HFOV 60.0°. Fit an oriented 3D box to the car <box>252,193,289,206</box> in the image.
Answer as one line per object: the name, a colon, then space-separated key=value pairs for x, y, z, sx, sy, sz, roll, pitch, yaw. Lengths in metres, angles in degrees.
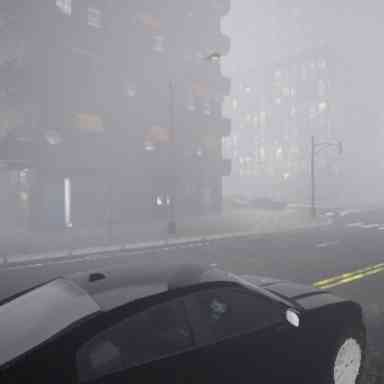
car: x=9.743 y=0.894 z=41.495 sx=4.097 sy=1.590 sz=1.967 roll=1 pitch=0 yaw=44

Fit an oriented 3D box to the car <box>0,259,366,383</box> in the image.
car: x=-0.161 y=1.469 z=3.390 sx=5.008 sy=1.535 sz=1.882 roll=0 pitch=0 yaw=-36

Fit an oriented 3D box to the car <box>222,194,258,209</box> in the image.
car: x=4.120 y=1.074 z=35.045 sx=4.829 sy=1.417 sz=1.752 roll=1 pitch=0 yaw=44

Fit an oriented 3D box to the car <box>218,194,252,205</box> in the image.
car: x=5.819 y=0.943 z=45.141 sx=4.313 sy=1.339 sz=1.947 roll=1 pitch=0 yaw=44

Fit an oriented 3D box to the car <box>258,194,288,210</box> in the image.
car: x=7.898 y=1.123 z=35.114 sx=4.181 sy=1.385 sz=1.994 roll=1 pitch=1 yaw=44
